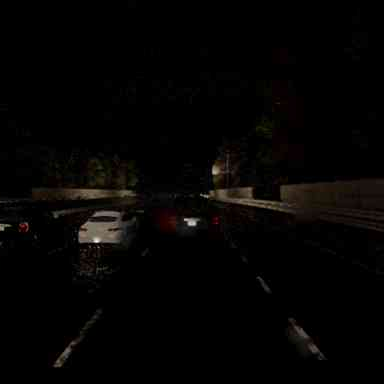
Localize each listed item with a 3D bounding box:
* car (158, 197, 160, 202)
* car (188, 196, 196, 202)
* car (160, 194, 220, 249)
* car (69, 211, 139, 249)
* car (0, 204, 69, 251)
[{"bbox_3d":[-6.981,1.661,79.696,1.994,1.385,4.181,0,0,0],"label":"car"},{"bbox_3d":[0.019,1.649,80.148,2.033,1.411,5.357,0,0,0],"label":"car"},{"bbox_3d":[0.002,1.242,14.748,2.150,2.045,5.566,0,0,0],"label":"car"},{"bbox_3d":[-3.497,1.546,14.526,1.812,1.442,4.674,0,0,0],"label":"car"},{"bbox_3d":[-6.995,1.371,14.339,2.097,1.767,4.553,0,0,0],"label":"car"}]
